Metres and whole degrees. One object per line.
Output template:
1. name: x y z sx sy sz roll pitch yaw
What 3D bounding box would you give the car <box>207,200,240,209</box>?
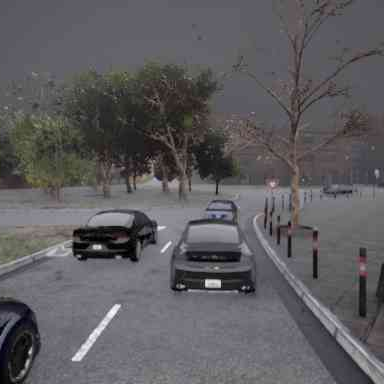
1. car: 1.776 1.177 19.554 2.033 1.411 5.357 1 2 9

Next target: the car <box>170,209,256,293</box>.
1. car: 0.550 1.445 8.746 1.837 1.490 4.892 0 1 4

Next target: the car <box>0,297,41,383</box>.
1. car: -2.995 1.558 2.626 1.994 1.385 4.181 0 0 2

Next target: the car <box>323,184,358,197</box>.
1. car: 19.375 -0.256 43.304 4.902 1.511 2.128 -2 4 -24

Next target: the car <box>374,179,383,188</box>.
1. car: 36.254 -1.655 61.959 2.185 1.767 4.553 -1 4 -14

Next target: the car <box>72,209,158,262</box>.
1. car: -2.470 1.346 11.795 1.882 1.535 5.008 0 1 4
